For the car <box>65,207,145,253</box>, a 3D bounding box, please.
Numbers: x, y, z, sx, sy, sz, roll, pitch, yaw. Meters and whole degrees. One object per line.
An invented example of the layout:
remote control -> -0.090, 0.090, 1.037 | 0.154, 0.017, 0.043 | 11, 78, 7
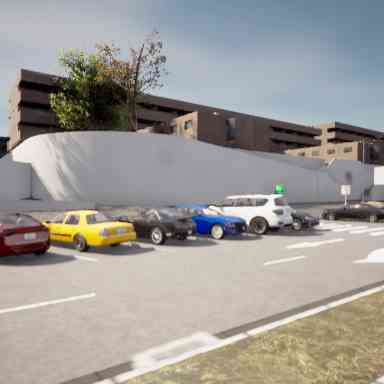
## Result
car -> -4.671, 1.435, 13.525 | 5.366, 1.575, 1.946 | -1, -1, 35

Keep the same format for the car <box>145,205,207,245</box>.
car -> -2.085, 1.441, 15.146 | 4.892, 1.521, 2.231 | -1, -1, 35

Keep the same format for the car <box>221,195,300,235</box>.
car -> 2.741, 1.198, 18.628 | 5.566, 2.045, 2.435 | -1, -1, 35

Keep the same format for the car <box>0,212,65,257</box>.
car -> -6.972, 1.465, 11.704 | 4.792, 1.488, 2.163 | -1, -1, 35

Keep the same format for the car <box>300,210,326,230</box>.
car -> 5.197, 1.460, 20.353 | 4.892, 1.521, 2.231 | -1, -1, 34

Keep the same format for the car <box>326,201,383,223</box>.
car -> 12.486, 1.539, 25.529 | 4.674, 1.452, 2.002 | -1, -1, 35

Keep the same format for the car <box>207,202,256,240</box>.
car -> 0.340, 1.443, 16.888 | 5.008, 1.535, 2.097 | -1, -1, 35
